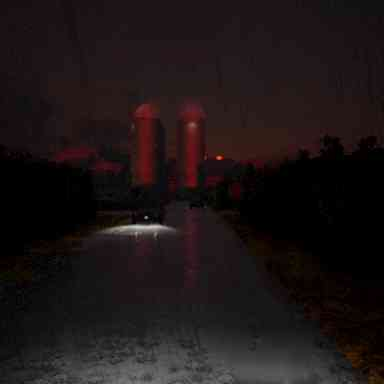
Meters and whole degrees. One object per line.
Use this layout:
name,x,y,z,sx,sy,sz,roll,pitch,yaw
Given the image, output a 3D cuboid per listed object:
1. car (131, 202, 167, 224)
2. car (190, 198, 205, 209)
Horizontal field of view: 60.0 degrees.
car,-2.834,1.401,22.713,1.994,1.385,4.181,0,0,1
car,0.653,1.548,45.876,1.812,1.442,4.674,0,0,1
